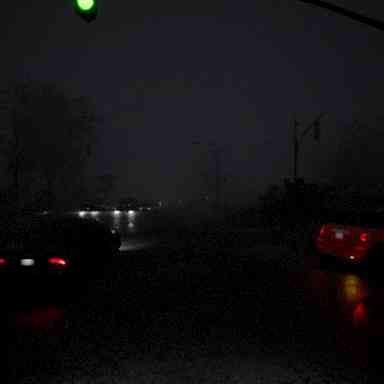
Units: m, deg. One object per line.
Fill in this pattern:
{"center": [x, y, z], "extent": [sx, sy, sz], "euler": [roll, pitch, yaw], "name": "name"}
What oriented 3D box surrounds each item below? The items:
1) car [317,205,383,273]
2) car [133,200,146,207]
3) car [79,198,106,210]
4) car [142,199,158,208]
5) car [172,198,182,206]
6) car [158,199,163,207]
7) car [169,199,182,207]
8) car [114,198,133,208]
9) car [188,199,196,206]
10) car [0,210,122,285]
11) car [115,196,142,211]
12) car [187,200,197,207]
{"center": [6.265, 1.260, 10.309], "extent": [4.553, 1.767, 2.097], "euler": [0, 1, -19], "name": "car"}
{"center": [-10.505, 2.325, 66.649], "extent": [1.812, 1.442, 4.674], "euler": [0, -2, 0], "name": "car"}
{"center": [-10.620, 1.311, 36.060], "extent": [2.033, 1.411, 5.357], "euler": [0, -1, -4], "name": "car"}
{"center": [-7.063, 1.771, 51.856], "extent": [2.033, 1.411, 5.357], "euler": [0, -2, 0], "name": "car"}
{"center": [-3.506, 2.387, 76.311], "extent": [2.097, 1.767, 4.553], "euler": [0, -2, 0], "name": "car"}
{"center": [-7.006, 2.188, 66.610], "extent": [2.097, 1.767, 4.553], "euler": [0, -3, 0], "name": "car"}
{"center": [-3.505, 2.403, 66.340], "extent": [1.895, 1.301, 4.718], "euler": [0, -2, 0], "name": "car"}
{"center": [-10.565, 1.697, 51.746], "extent": [1.882, 1.535, 5.008], "euler": [0, -3, 0], "name": "car"}
{"center": [-0.006, 2.511, 76.336], "extent": [1.882, 1.535, 5.008], "euler": [0, -2, 0], "name": "car"}
{"center": [-3.406, 1.467, 9.395], "extent": [2.033, 1.411, 5.357], "euler": [0, 1, 0], "name": "car"}
{"center": [-7.093, 1.281, 36.966], "extent": [1.837, 1.490, 4.892], "euler": [0, 0, 0], "name": "car"}
{"center": [-0.005, 2.287, 65.898], "extent": [1.837, 1.490, 4.892], "euler": [0, -2, 0], "name": "car"}
